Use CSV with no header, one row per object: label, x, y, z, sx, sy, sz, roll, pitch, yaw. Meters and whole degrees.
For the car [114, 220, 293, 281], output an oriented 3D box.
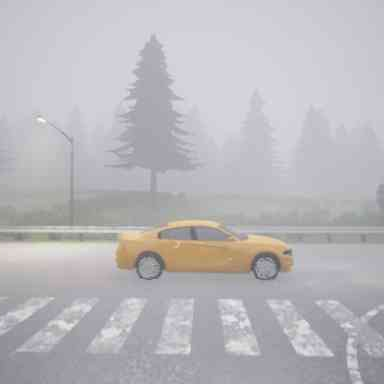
car,0.330,1.562,9.595,5.008,1.535,1.882,0,0,1
